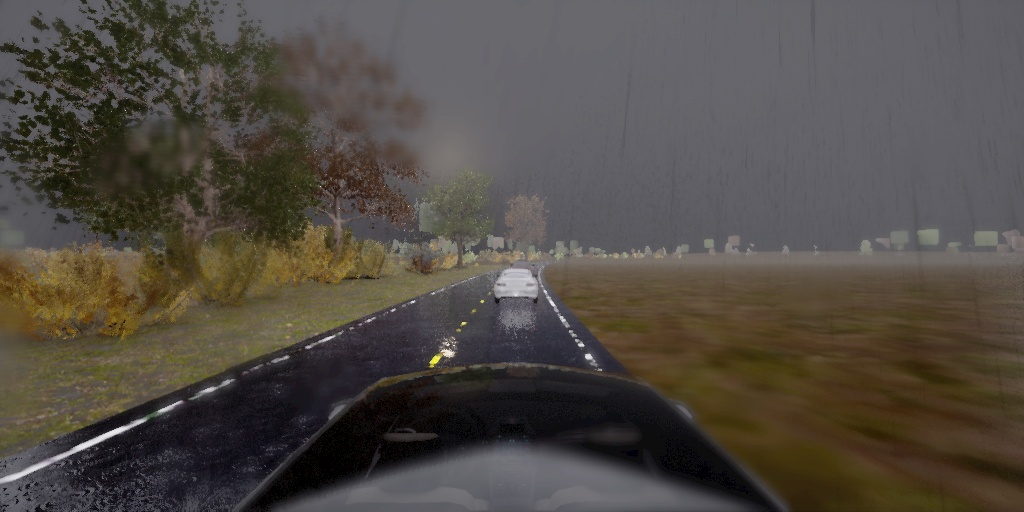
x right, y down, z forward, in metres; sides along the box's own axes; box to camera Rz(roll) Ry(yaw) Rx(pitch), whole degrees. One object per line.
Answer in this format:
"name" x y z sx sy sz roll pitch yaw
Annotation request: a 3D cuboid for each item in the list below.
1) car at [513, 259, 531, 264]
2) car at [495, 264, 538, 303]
"car" 0.906 1.117 31.317 2.097 1.767 4.553 0 0 3
"car" 0.227 1.283 16.409 1.812 1.442 4.674 0 0 2
